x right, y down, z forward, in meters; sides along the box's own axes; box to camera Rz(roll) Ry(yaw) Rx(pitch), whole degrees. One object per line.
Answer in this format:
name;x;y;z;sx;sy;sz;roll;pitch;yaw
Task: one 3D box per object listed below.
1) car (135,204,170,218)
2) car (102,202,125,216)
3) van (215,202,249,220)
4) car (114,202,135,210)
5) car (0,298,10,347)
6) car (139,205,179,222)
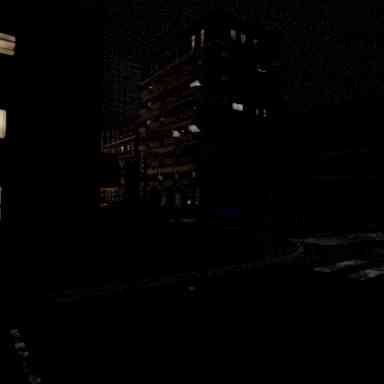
car;-4.449;2.063;36.788;1.895;1.301;4.718;2;-2;-35
car;-9.035;1.954;38.681;1.752;1.417;4.829;1;-1;-35
van;4.058;1.896;34.480;1.690;1.788;3.998;1;-1;-35
car;-11.682;2.398;57.238;1.947;1.339;4.313;1;-1;-35
car;-4.642;1.506;3.402;4.829;1.417;1.752;1;1;-35
car;-2.837;1.885;29.715;1.947;1.339;4.313;1;-1;-35
